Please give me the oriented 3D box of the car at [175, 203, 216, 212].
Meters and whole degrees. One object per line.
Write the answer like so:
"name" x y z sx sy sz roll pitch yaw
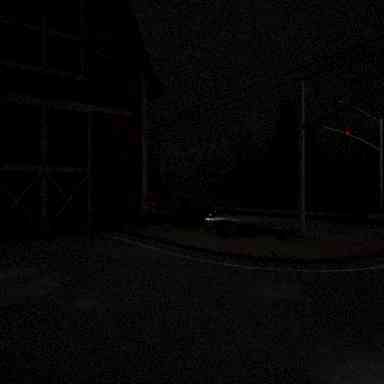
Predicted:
"car" 0.225 1.768 33.142 2.033 1.411 5.357 0 0 -34

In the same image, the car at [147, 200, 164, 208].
"car" -5.845 1.879 48.547 1.994 1.385 4.181 0 0 -34
